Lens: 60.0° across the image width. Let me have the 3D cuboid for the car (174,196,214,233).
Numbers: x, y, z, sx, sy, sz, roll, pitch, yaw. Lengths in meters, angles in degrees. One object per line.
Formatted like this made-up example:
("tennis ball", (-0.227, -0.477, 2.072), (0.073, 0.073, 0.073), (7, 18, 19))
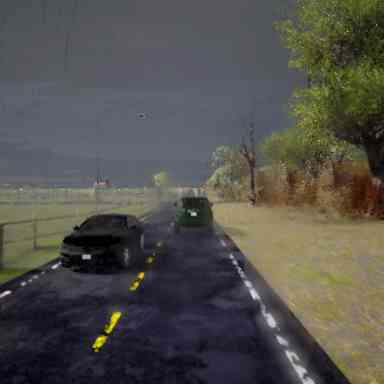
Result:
("car", (0.096, 1.228, 19.687), (2.150, 2.045, 5.566), (0, 0, 0))

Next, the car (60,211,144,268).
("car", (-2.849, 1.482, 11.487), (1.882, 1.535, 5.008), (0, 0, 0))

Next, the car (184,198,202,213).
("car", (0.095, 1.469, 37.976), (1.882, 1.535, 5.008), (0, 0, 0))
